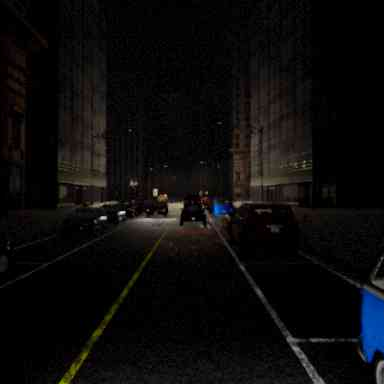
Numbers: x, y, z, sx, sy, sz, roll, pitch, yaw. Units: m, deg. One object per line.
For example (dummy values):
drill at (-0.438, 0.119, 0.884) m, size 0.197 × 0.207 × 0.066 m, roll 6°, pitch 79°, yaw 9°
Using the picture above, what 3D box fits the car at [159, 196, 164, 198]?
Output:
car at (-5.871, 1.658, 51.323) m, size 1.947 × 1.339 × 4.313 m, roll 1°, pitch 0°, yaw 0°

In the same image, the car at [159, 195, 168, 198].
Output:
car at (-5.876, 1.670, 62.071) m, size 1.752 × 1.417 × 4.829 m, roll 0°, pitch 0°, yaw 0°

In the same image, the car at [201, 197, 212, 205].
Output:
car at (2.649, 1.690, 62.243) m, size 1.887 × 1.381 × 4.507 m, roll 0°, pitch 0°, yaw 0°

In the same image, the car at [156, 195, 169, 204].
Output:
car at (-5.877, 1.491, 67.702) m, size 2.192 × 1.841 × 5.009 m, roll 0°, pitch 0°, yaw 0°

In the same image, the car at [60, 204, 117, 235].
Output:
car at (-5.855, 1.559, 18.568) m, size 2.008 × 1.369 × 4.403 m, roll 1°, pitch 0°, yaw 0°

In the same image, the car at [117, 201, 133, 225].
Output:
car at (-5.858, 1.565, 24.027) m, size 2.008 × 1.369 × 4.403 m, roll 1°, pitch 0°, yaw 0°

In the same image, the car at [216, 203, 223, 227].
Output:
car at (2.670, 1.559, 18.564) m, size 2.008 × 1.369 × 4.403 m, roll 1°, pitch 0°, yaw 0°

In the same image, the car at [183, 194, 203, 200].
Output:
car at (0.084, 1.279, 41.703) m, size 2.150 × 2.045 × 5.566 m, roll 0°, pitch 0°, yaw 0°

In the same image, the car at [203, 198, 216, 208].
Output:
car at (2.653, 1.674, 51.323) m, size 1.802 × 1.307 × 4.206 m, roll 0°, pitch 0°, yaw 0°

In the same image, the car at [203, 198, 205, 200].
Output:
car at (2.659, 1.597, 40.404) m, size 1.887 × 1.381 × 4.507 m, roll 1°, pitch 0°, yaw 0°

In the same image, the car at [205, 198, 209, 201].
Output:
car at (2.663, 1.477, 34.945) m, size 1.967 × 1.590 × 4.097 m, roll 1°, pitch 0°, yaw 0°

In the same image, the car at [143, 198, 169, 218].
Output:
car at (-3.110, 1.552, 30.775) m, size 1.812 × 1.442 × 4.674 m, roll 0°, pitch 0°, yaw 0°

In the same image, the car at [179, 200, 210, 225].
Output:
car at (0.085, 1.540, 23.876) m, size 1.812 × 1.442 × 4.674 m, roll 0°, pitch 0°, yaw 0°

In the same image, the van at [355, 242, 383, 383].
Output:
van at (2.680, 1.341, 2.183) m, size 1.690 × 1.788 × 3.998 m, roll 1°, pitch 0°, yaw 0°

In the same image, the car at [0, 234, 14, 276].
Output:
car at (-5.851, 1.551, 7.648) m, size 2.008 × 1.369 × 4.403 m, roll 1°, pitch 0°, yaw 0°

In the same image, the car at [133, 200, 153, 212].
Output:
car at (-5.866, 1.634, 40.405) m, size 1.802 × 1.307 × 4.206 m, roll 1°, pitch 0°, yaw 0°

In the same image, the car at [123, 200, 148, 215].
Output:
car at (-5.863, 1.581, 34.946) m, size 1.887 × 1.381 × 4.507 m, roll 1°, pitch 0°, yaw 0°

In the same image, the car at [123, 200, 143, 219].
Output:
car at (-5.859, 1.464, 29.487) m, size 1.967 × 1.590 × 4.097 m, roll 1°, pitch 0°, yaw 0°

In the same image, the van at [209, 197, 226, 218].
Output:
van at (2.666, 1.365, 29.485) m, size 1.690 × 1.788 × 3.998 m, roll 1°, pitch 0°, yaw 0°

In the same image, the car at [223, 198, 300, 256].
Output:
car at (2.675, 1.319, 13.104) m, size 2.192 × 1.841 × 5.009 m, roll 1°, pitch 0°, yaw 0°
